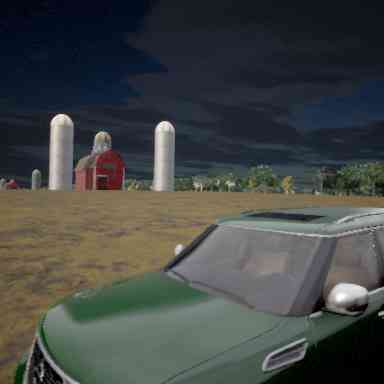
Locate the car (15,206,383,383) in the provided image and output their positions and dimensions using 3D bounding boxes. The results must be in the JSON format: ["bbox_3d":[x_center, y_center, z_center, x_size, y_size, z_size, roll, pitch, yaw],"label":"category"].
[{"bbox_3d":[1.150,1.231,3.761,5.566,2.045,2.150,0,0,-35],"label":"car"}]
